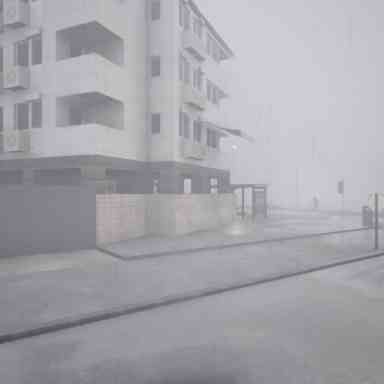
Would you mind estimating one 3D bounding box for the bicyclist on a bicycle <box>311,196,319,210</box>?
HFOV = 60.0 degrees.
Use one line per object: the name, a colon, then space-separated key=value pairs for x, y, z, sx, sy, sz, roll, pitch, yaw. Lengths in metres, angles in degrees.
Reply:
bicyclist on a bicycle: x=14.652 y=1.349 z=39.554 sx=1.656 sy=1.620 sz=0.582 roll=0 pitch=0 yaw=-35
